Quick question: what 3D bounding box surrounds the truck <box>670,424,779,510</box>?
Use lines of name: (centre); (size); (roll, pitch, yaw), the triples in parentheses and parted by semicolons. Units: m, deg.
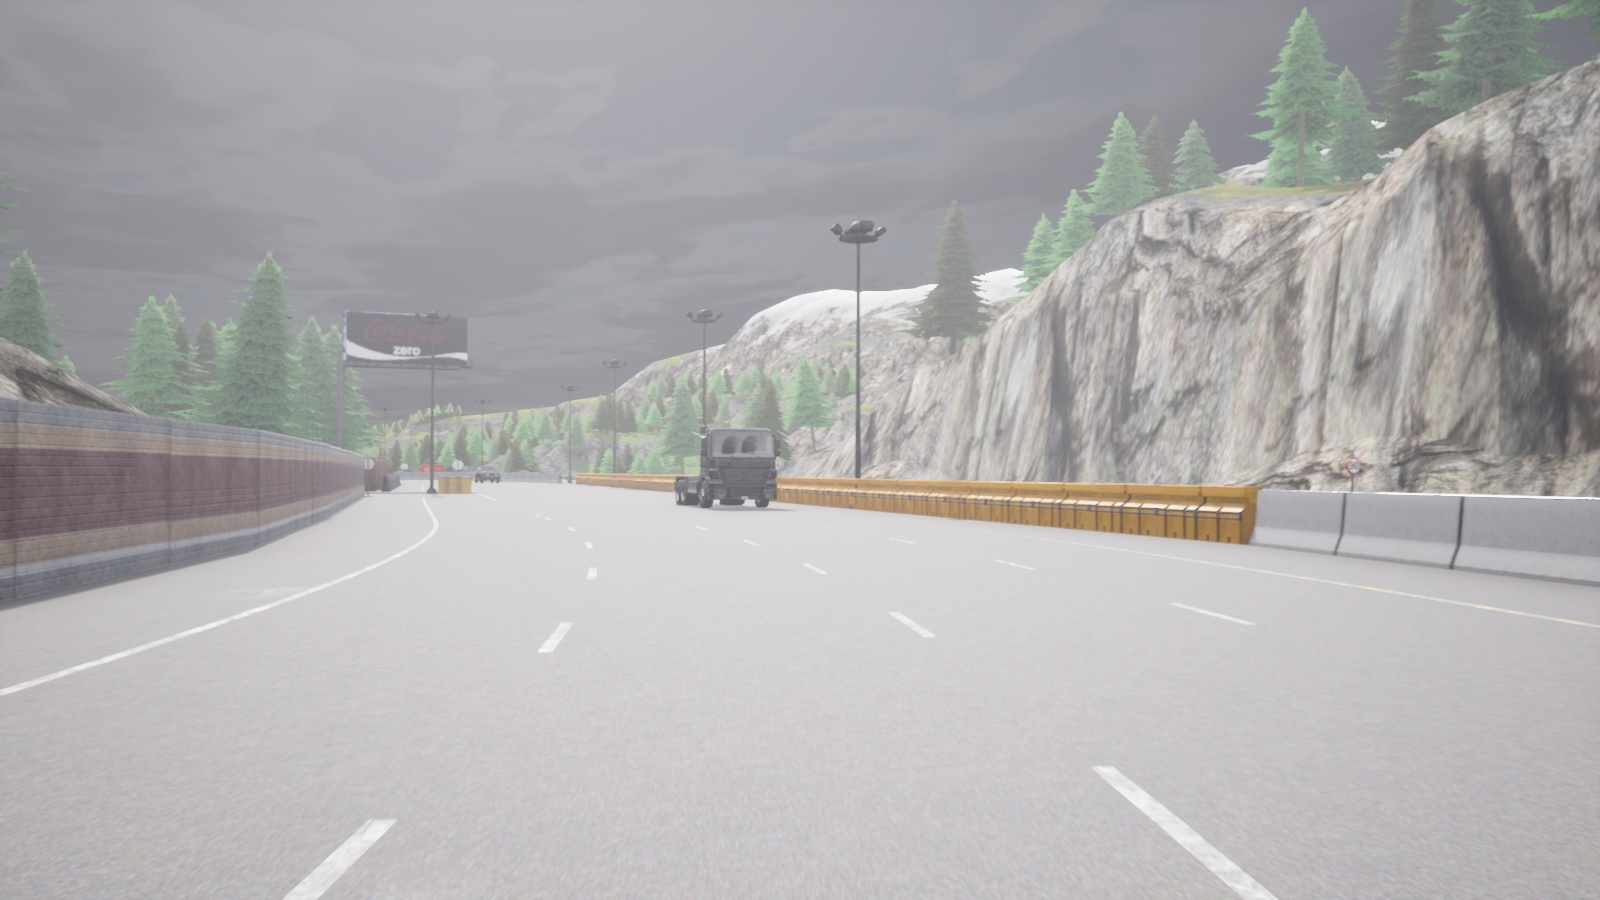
truck: (-3.419, 0.763, 54.658); (2.891, 3.462, 7.936); (0, -1, -17)
